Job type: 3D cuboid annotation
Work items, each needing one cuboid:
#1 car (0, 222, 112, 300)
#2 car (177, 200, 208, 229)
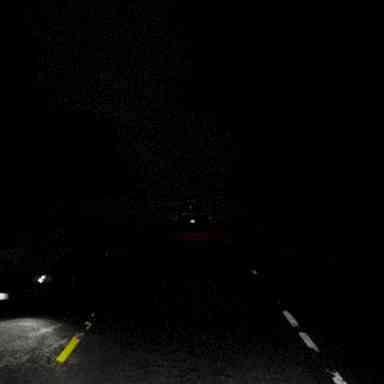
[{"bbox_3d":[-3.515,1.538,8.781,2.033,1.411,5.357,0,0,0],"label":"car"},{"bbox_3d":[0.026,1.497,21.708,2.128,1.511,4.902,0,0,0],"label":"car"}]
